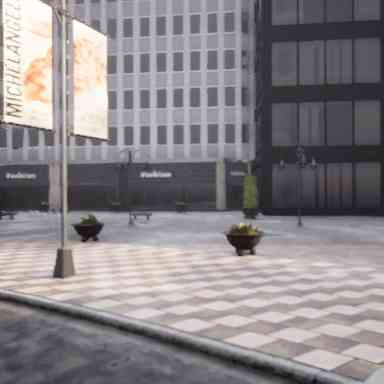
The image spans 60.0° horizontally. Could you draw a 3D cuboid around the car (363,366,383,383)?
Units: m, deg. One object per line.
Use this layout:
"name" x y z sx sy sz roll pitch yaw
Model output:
"car" 3.092 1.507 1.094 4.674 1.442 1.812 0 0 38
